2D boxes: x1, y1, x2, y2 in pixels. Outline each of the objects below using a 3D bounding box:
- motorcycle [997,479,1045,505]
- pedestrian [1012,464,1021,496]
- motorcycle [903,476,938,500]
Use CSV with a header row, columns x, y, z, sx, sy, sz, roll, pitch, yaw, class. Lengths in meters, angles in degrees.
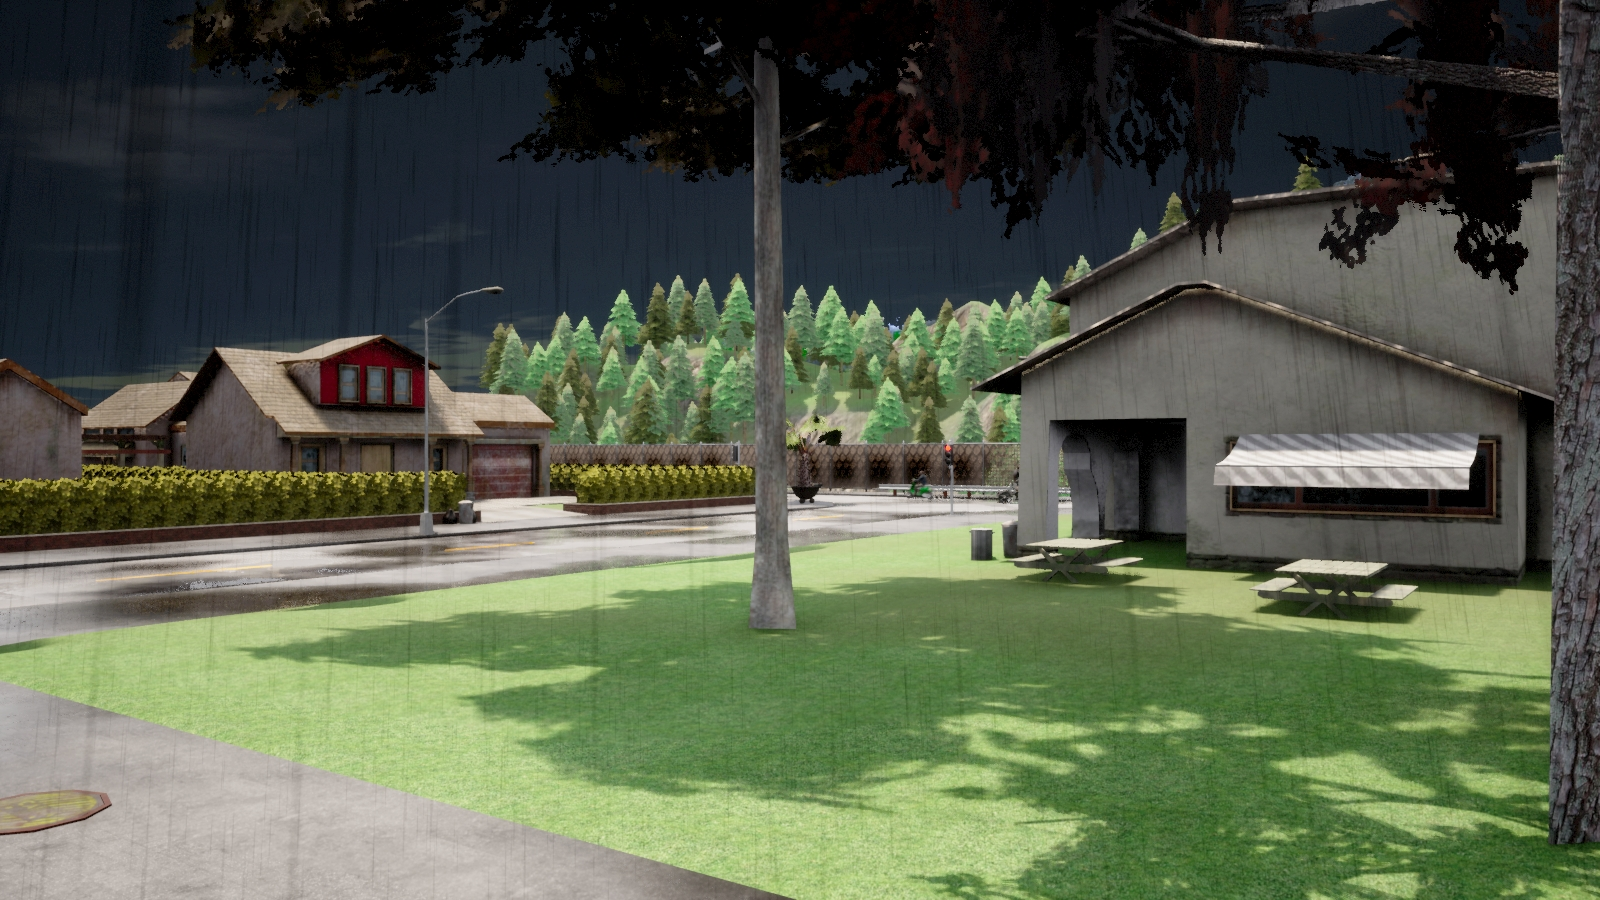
x,y,z,sx,sy,sz,roll,pitch,yaw,class
11.400,2.155,59.020,2.356,1.307,0.764,0,2,5,motorcycle
12.679,1.745,66.810,0.375,1.860,0.375,0,0,37,pedestrian
6.840,2.142,64.860,1.805,1.316,0.856,0,0,35,motorcycle
